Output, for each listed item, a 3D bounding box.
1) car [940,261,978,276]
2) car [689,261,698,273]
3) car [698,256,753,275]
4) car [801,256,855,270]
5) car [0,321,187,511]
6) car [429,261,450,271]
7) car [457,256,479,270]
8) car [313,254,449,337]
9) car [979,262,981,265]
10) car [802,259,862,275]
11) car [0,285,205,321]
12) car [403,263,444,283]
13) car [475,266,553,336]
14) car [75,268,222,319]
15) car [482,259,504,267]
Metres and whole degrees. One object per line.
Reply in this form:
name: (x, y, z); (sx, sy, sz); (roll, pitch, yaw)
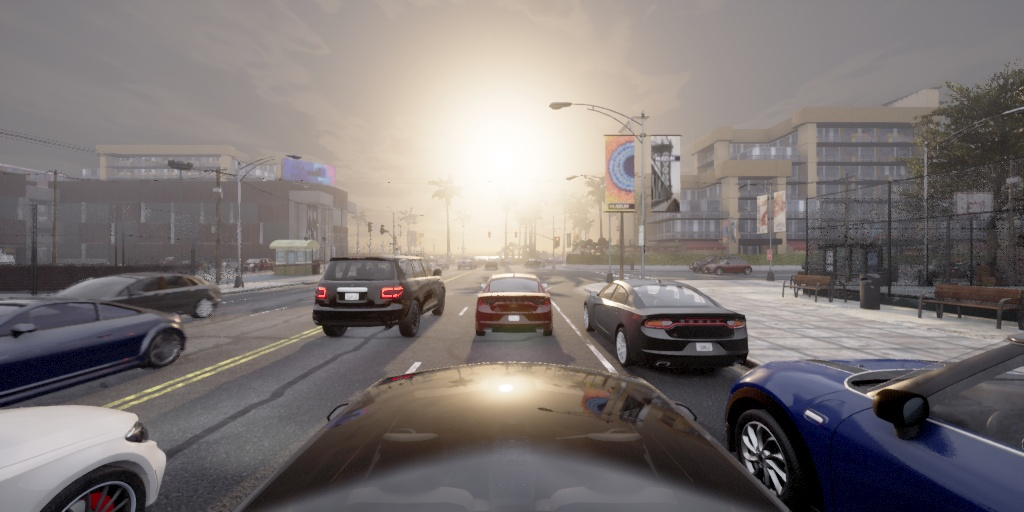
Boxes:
car: (45.167, 1.255, 35.252); (4.892, 1.490, 1.837); (0, 0, -1)
car: (23.905, 0.971, 42.161); (5.566, 2.045, 2.150); (0, 0, 0)
car: (23.158, 1.102, 38.646); (4.553, 1.767, 2.097); (0, 0, 0)
car: (37.397, 0.969, 42.239); (5.566, 2.045, 2.150); (0, 0, 1)
car: (-3.410, 1.276, 0.597); (1.812, 1.442, 4.674); (0, 0, 0)
car: (-10.410, 1.351, 51.689); (1.895, 1.301, 4.718); (0, 0, 2)
car: (-6.855, 0.971, 54.634); (2.150, 2.045, 5.566); (0, 0, 4)
car: (-3.441, 0.971, 10.435); (2.150, 2.045, 5.566); (0, 0, 0)
car: (45.170, 1.102, 31.752); (4.553, 1.767, 2.097); (0, 0, -1)
car: (35.083, 1.296, 38.739); (5.357, 1.411, 2.033); (0, 0, 0)
car: (-7.101, 1.314, 4.984); (1.994, 1.385, 4.181); (0, 0, 0)
car: (-7.108, 1.297, 29.515); (2.033, 1.411, 5.357); (0, 0, 0)
car: (0.060, 1.228, 10.423); (1.882, 1.535, 5.008); (0, 0, 0)
car: (-10.603, 1.255, 9.927); (1.837, 1.490, 4.892); (0, 0, 0)
car: (-3.008, 1.255, 57.621); (1.837, 1.490, 4.892); (-1, 0, 7)
